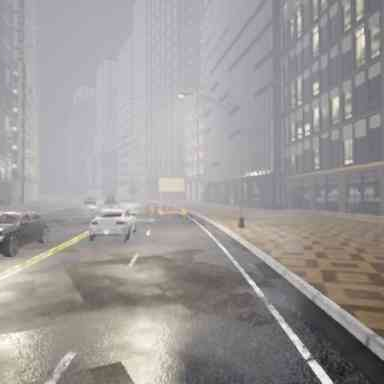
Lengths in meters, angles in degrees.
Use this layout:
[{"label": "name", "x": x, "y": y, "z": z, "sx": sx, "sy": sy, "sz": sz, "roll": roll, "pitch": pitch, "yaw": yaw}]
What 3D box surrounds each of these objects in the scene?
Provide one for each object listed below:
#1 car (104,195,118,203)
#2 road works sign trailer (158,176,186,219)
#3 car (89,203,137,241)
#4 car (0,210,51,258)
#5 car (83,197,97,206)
[{"label": "car", "x": -13.225, "y": 1.275, "z": 54.506, "sx": 2.097, "sy": 1.767, "sz": 4.553, "roll": 0, "pitch": 0, "yaw": -13}, {"label": "road works sign trailer", "x": -1.788, "y": 0.427, "z": 28.939, "sx": 2.380, "sy": 3.560, "sz": 2.880, "roll": 0, "pitch": 0, "yaw": -8}, {"label": "car", "x": -3.852, "y": 1.505, "z": 16.624, "sx": 1.812, "sy": 1.442, "sz": 4.674, "roll": 0, "pitch": 0, "yaw": -4}, {"label": "car", "x": -7.054, "y": 1.479, "z": 12.782, "sx": 2.128, "sy": 1.511, "sz": 4.902, "roll": 0, "pitch": 0, "yaw": -3}, {"label": "car", "x": -16.273, "y": 1.463, "z": 53.423, "sx": 2.033, "sy": 1.411, "sz": 5.357, "roll": 0, "pitch": 0, "yaw": -13}]
